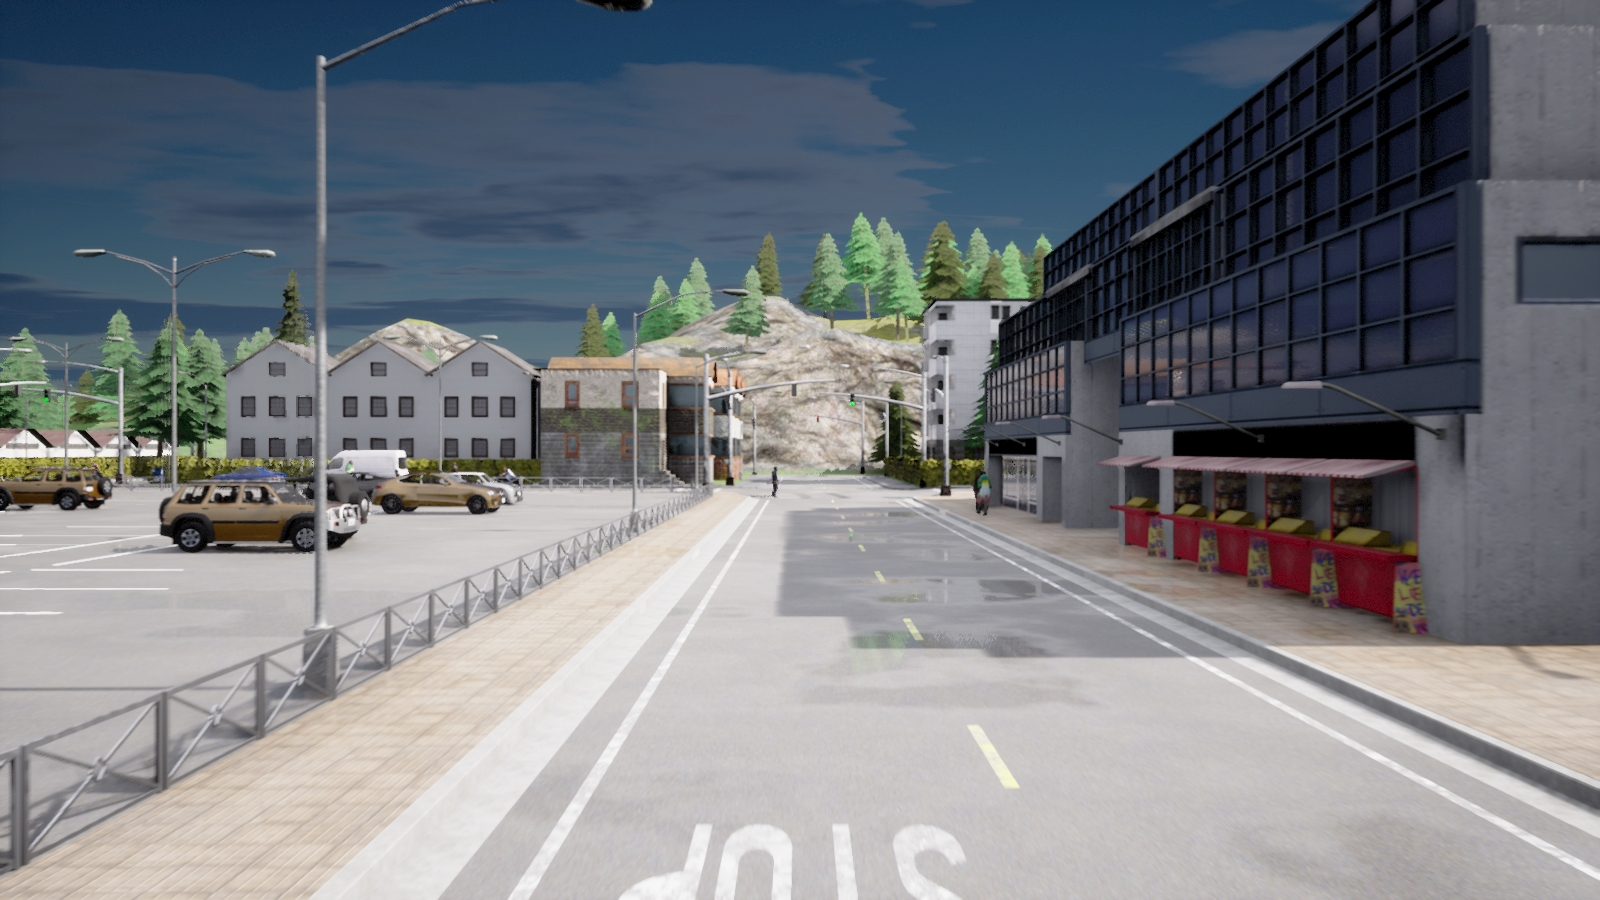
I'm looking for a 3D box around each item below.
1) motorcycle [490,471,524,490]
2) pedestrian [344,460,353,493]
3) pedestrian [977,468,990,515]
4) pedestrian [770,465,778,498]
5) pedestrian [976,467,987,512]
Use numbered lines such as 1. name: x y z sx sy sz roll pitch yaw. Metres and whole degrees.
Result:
1. motorcycle: -18.923 1.965 73.850 2.033 1.145 0.803 0 0 0
2. pedestrian: -25.630 1.480 64.864 0.375 1.860 0.375 0 0 -1
3. pedestrian: 7.343 1.667 45.721 0.375 1.860 0.375 0 0 -9
4. pedestrian: -1.462 1.792 64.645 0.375 1.860 0.375 0 0 15
5. pedestrian: 7.702 1.668 48.473 0.375 1.860 0.375 0 0 -8
